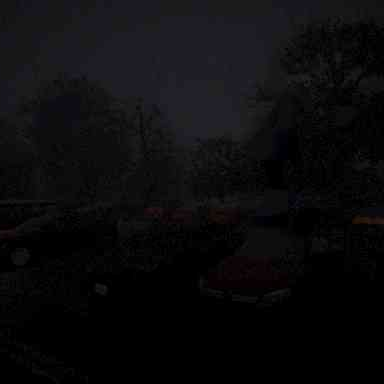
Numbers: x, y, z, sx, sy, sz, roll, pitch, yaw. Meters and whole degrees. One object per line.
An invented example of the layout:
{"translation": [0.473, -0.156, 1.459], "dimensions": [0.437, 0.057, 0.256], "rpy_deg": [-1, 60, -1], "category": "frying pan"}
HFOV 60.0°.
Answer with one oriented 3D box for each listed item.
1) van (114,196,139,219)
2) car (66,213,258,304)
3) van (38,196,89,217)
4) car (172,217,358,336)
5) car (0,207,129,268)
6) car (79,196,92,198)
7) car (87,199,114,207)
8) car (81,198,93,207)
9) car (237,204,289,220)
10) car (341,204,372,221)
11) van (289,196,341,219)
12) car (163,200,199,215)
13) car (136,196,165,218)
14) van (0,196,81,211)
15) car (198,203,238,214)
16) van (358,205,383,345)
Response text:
{"translation": [-3.827, 1.333, 27.227], "dimensions": [1.878, 1.987, 4.442], "rpy_deg": [0, 0, 36], "category": "van"}
{"translation": [-0.403, 1.510, 8.511], "dimensions": [2.163, 1.488, 4.792], "rpy_deg": [0, 0, 36], "category": "car"}
{"translation": [-12.933, 1.422, 33.745], "dimensions": [1.878, 1.987, 4.442], "rpy_deg": [-1, 0, 36], "category": "van"}
{"translation": [1.875, 1.505, 6.921], "dimensions": [2.002, 1.452, 4.674], "rpy_deg": [0, 0, 36], "category": "car"}
{"translation": [-4.896, 1.513, 11.771], "dimensions": [2.097, 1.535, 5.008], "rpy_deg": [0, 0, 36], "category": "car"}
{"translation": [-10.634, 1.363, 31.989], "dimensions": [2.435, 2.045, 5.566], "rpy_deg": [-1, -1, 36], "category": "car"}
{"translation": [-6.150, 1.576, 28.738], "dimensions": [2.231, 1.521, 4.892], "rpy_deg": [0, 0, 36], "category": "car"}
{"translation": [-8.505, 1.590, 30.204], "dimensions": [1.946, 1.575, 5.366], "rpy_deg": [-1, 0, 36], "category": "car"}
{"translation": [5.114, 1.496, 20.677], "dimensions": [2.231, 1.521, 4.892], "rpy_deg": [0, 0, 36], "category": "car"}
{"translation": [9.516, 1.460, 17.307], "dimensions": [1.946, 1.575, 5.366], "rpy_deg": [0, 0, 36], "category": "car"}
{"translation": [7.437, 1.253, 19.166], "dimensions": [1.878, 1.987, 4.442], "rpy_deg": [0, 0, 36], "category": "van"}
{"translation": [0.507, 1.527, 23.975], "dimensions": [2.097, 1.535, 5.008], "rpy_deg": [0, 0, 36], "category": "car"}
{"translation": [-1.660, 1.417, 25.494], "dimensions": [2.185, 1.767, 4.553], "rpy_deg": [0, 0, 36], "category": "car"}
{"translation": [-7.090, 1.303, 13.478], "dimensions": [1.878, 1.987, 4.442], "rpy_deg": [0, 0, 36], "category": "van"}
{"translation": [2.862, 1.511, 22.290], "dimensions": [2.097, 1.535, 5.008], "rpy_deg": [0, 0, 36], "category": "car"}
{"translation": [4.062, 1.223, 5.210], "dimensions": [1.878, 1.987, 4.442], "rpy_deg": [0, 0, 36], "category": "van"}
